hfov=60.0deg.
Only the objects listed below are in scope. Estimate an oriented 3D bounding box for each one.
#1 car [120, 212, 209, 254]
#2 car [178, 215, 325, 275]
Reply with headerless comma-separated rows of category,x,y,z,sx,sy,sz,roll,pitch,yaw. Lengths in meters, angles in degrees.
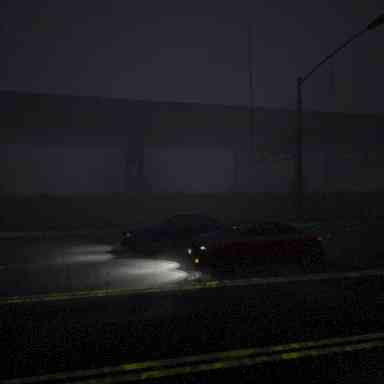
car,-0.495,1.539,13.310,4.674,1.442,1.812,0,0,-14
car,1.886,1.557,10.289,4.181,1.385,1.994,0,0,-13
